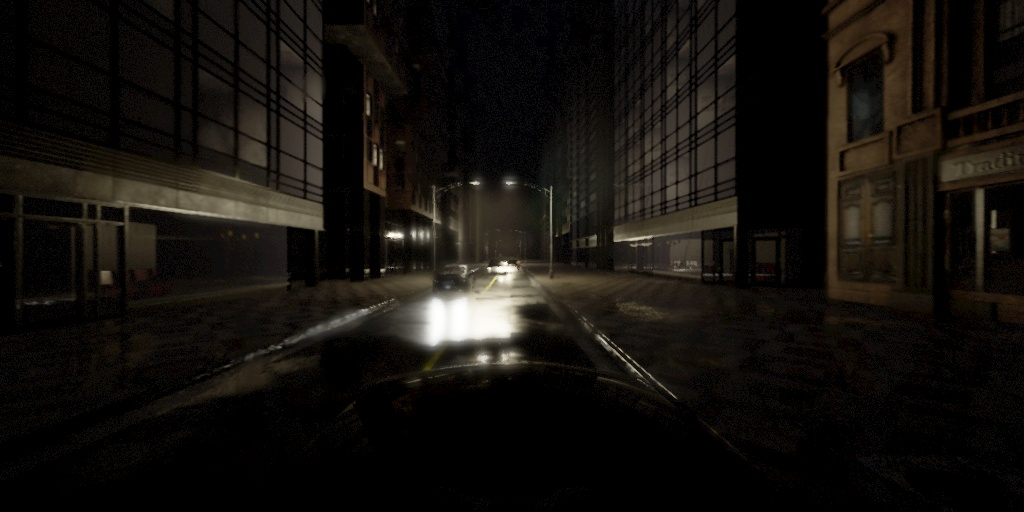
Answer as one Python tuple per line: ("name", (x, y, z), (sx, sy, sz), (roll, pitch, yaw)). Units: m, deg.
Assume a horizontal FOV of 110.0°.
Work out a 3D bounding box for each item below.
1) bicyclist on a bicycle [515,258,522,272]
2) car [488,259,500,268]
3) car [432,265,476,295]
("bicyclist on a bicycle", (0.813, 1.190, 44.131), (0.866, 1.612, 1.509), (0, -1, 0))
("car", (-3.036, 1.265, 61.584), (1.837, 1.490, 4.892), (0, 0, 1))
("car", (-3.099, 1.241, 19.830), (2.128, 1.511, 4.902), (0, 0, 0))
